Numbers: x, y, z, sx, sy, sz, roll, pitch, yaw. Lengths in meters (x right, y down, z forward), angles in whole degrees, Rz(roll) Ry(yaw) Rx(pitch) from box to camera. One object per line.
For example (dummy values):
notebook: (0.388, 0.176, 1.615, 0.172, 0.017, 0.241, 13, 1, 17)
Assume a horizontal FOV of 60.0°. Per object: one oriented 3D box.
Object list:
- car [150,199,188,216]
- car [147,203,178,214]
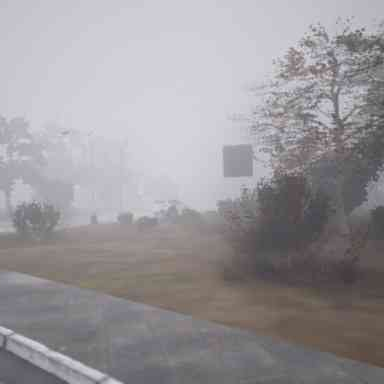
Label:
car: (-2.589, 1.864, 41.278, 2.150, 2.045, 5.566, -3, -2, 32)
car: (-4.537, 2.525, 51.426, 2.128, 1.511, 4.902, -3, -2, 32)
